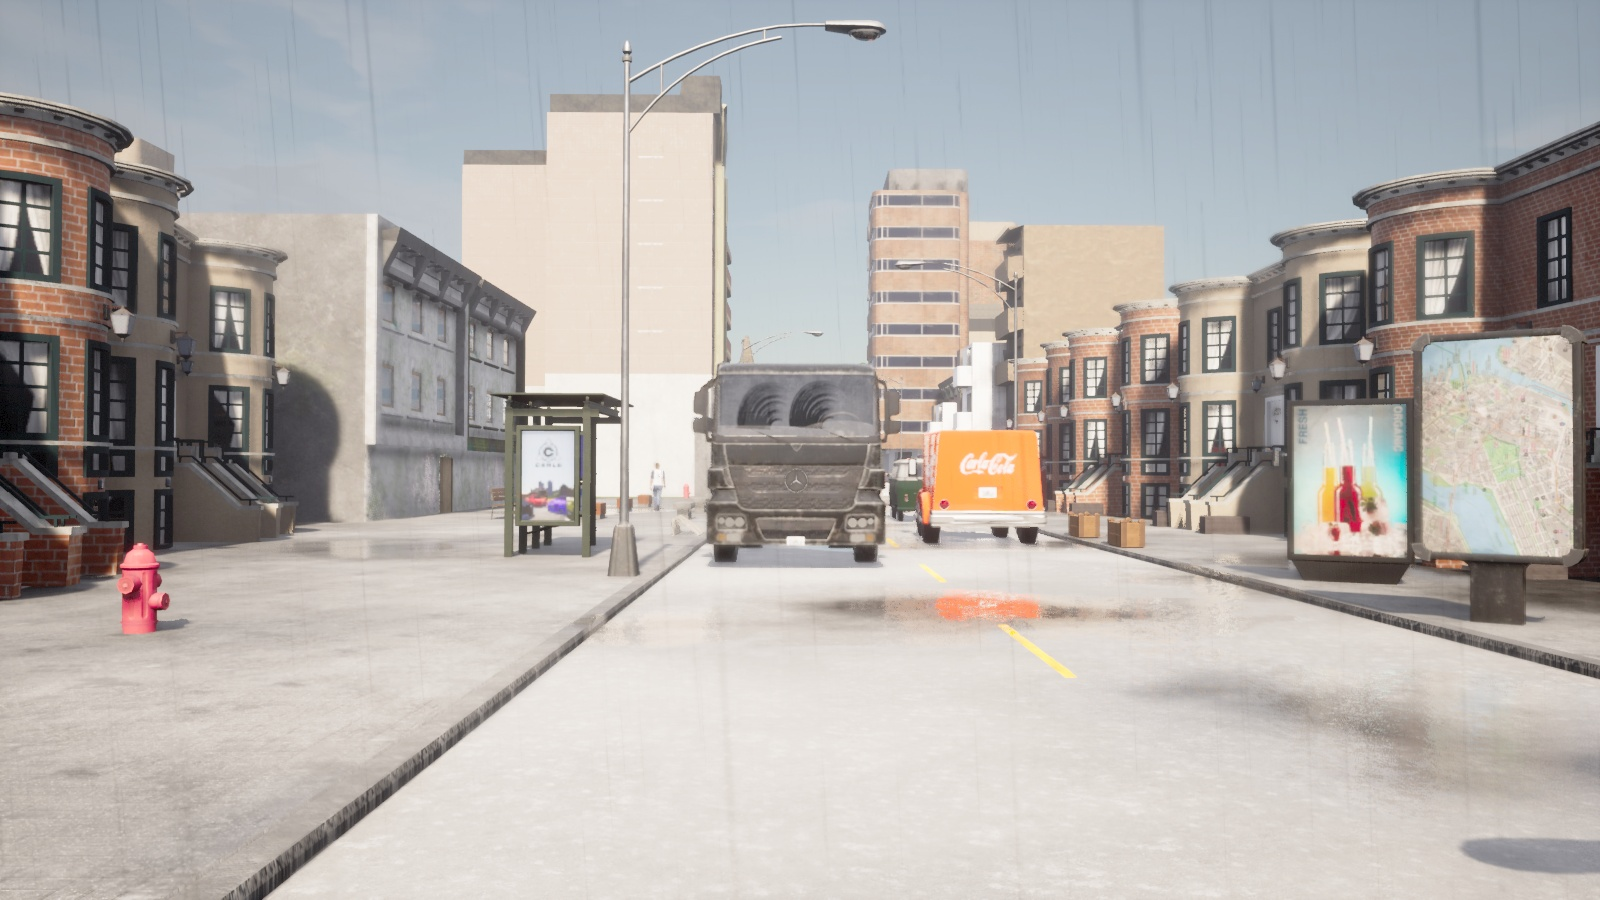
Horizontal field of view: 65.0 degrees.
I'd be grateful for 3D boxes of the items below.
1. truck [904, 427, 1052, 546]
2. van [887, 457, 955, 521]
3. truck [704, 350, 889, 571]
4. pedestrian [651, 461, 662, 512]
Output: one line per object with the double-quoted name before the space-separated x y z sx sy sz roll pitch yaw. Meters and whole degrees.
"truck" 3.924 0.794 28.783 2.627 2.467 5.204 0 -1 0
"van" 3.894 1.239 41.046 1.775 1.987 4.442 0 -1 0
"truck" -0.065 0.229 23.654 2.891 3.462 7.936 0 -1 0
"pedestrian" -5.219 1.311 45.725 0.354 1.836 0.706 0 -1 -10
